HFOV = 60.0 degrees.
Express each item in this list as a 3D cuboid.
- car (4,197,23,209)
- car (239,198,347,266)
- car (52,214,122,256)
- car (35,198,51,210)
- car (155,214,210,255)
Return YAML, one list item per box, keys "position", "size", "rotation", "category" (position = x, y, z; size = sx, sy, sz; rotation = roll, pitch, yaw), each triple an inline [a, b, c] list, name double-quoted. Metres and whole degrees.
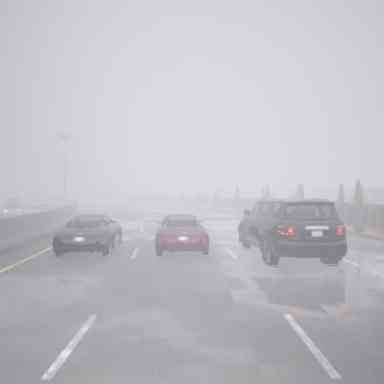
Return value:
- position: [-23.602, 1.488, 44.109]
  size: [1.837, 1.490, 4.892]
  rotation: [0, 0, -26]
  category: "car"
- position: [3.194, 1.217, 11.683]
  size: [2.150, 2.045, 5.566]
  rotation: [0, 0, -4]
  category: "car"
- position: [-3.972, 1.559, 13.187]
  size: [1.994, 1.385, 4.181]
  rotation: [0, 0, -5]
  category: "car"
- position: [-19.542, 1.511, 43.725]
  size: [1.812, 1.442, 4.674]
  rotation: [0, 0, -25]
  category: "car"
- position: [-0.472, 1.559, 13.384]
  size: [1.994, 1.385, 4.181]
  rotation: [0, 0, -5]
  category: "car"
